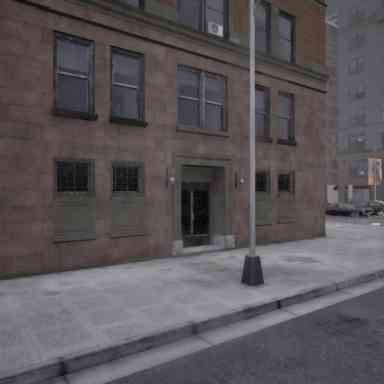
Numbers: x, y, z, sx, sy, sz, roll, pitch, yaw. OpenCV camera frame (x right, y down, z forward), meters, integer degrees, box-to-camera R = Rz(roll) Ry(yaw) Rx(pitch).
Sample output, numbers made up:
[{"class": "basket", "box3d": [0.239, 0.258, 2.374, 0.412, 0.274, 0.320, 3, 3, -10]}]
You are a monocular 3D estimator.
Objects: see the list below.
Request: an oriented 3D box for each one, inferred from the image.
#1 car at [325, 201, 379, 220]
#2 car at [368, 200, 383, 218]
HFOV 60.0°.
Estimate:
[{"class": "car", "box3d": [13.088, 1.627, 28.806, 1.895, 1.301, 4.718, 0, 0, -35]}, {"class": "car", "box3d": [16.216, 1.500, 30.366, 1.882, 1.535, 5.008, 0, 0, -36]}]
